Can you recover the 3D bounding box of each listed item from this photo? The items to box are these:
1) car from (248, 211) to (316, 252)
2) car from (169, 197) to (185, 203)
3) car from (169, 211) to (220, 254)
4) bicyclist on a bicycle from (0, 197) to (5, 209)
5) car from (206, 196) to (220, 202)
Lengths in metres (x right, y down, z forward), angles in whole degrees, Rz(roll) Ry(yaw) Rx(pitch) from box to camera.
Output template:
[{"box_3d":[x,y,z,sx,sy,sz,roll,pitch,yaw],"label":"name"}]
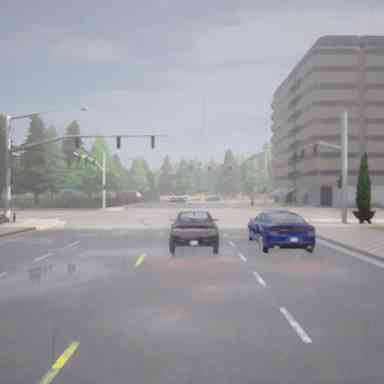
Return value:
[{"box_3d":[3.594,1.524,14.098,1.882,1.535,5.008,0,0,0],"label":"car"},{"box_3d":[-3.265,1.782,74.456,2.033,1.411,5.357,0,0,23],"label":"car"},{"box_3d":[0.092,1.535,13.757,2.128,1.511,4.902,0,0,0],"label":"car"},{"box_3d":[-25.578,1.503,44.918,0.582,1.620,1.656,0,0,0],"label":"bicyclist on a bicycle"},{"box_3d":[5.592,1.836,87.704,1.994,1.385,4.181,0,0,42],"label":"car"}]
